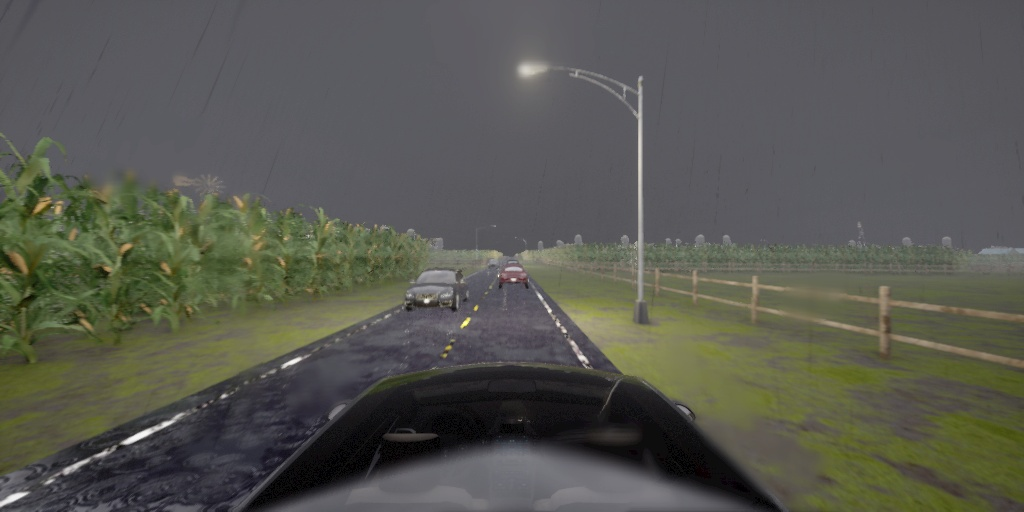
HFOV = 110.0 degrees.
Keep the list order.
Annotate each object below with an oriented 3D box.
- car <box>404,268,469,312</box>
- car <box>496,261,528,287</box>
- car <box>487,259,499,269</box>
[{"bbox_3d":[-2.849,1.254,14.381,1.837,1.490,4.892,0,0,0],"label":"car"},{"bbox_3d":[0.098,1.270,23.982,1.812,1.442,4.674,0,0,0],"label":"car"},{"bbox_3d":[-2.803,1.221,56.446,1.837,1.490,4.892,0,0,1],"label":"car"}]
